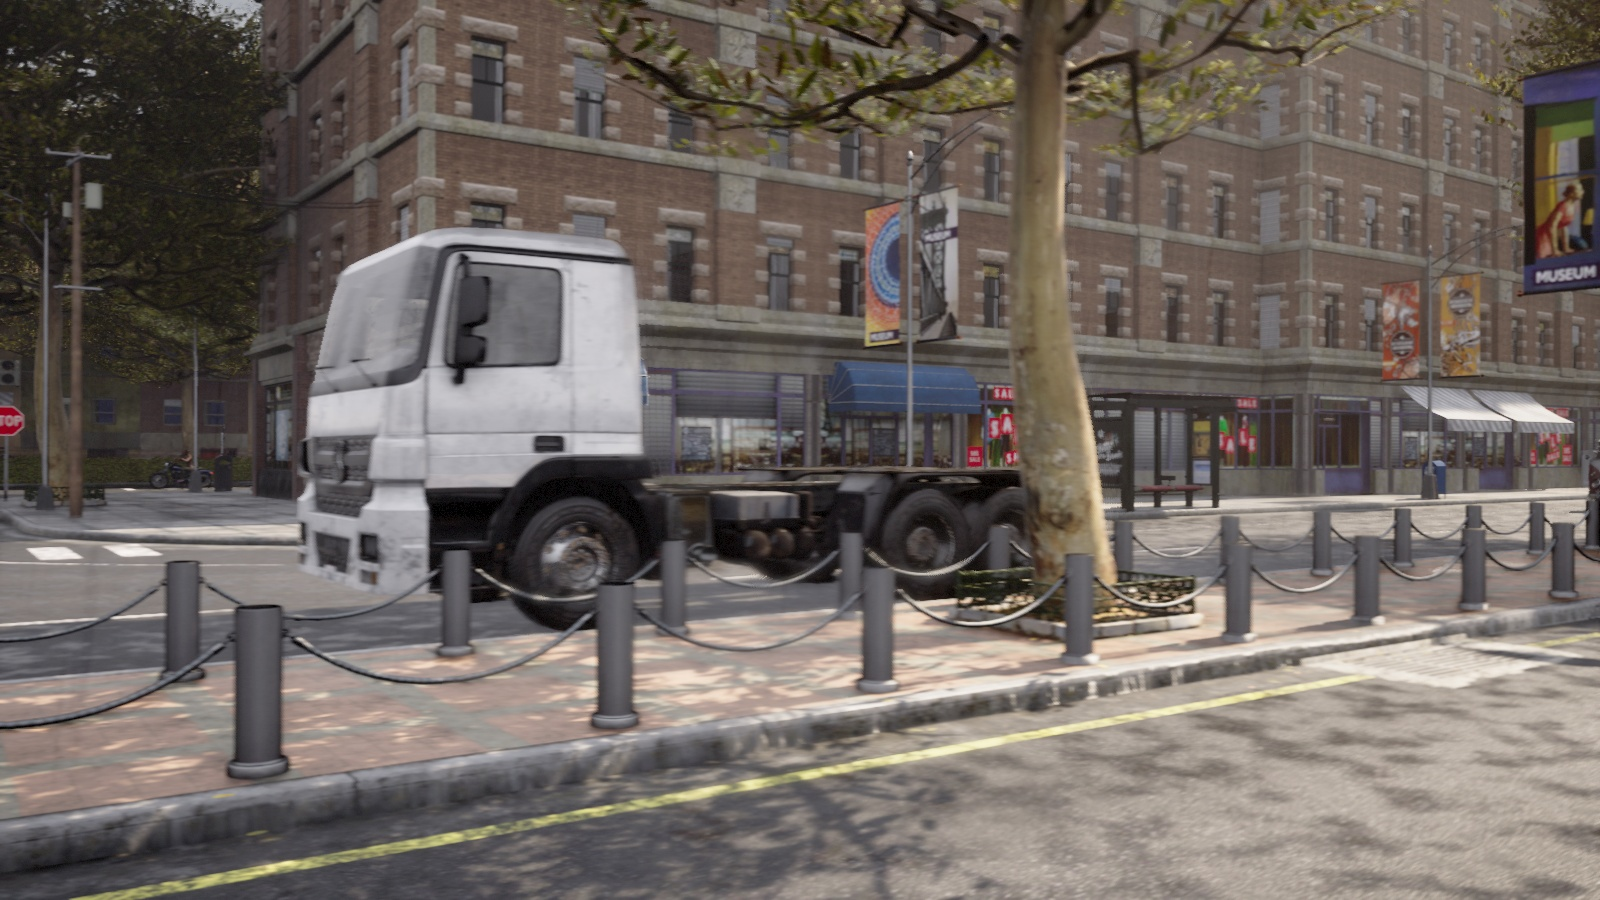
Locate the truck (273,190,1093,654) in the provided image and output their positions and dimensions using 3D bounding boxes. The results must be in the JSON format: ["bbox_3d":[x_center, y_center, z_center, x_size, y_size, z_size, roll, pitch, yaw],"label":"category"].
[{"bbox_3d":[-0.844,-0.204,12.822,7.936,3.462,2.891,0,0,-35],"label":"truck"}]

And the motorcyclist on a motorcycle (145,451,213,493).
[{"bbox_3d":[-25.102,0.873,50.757,2.350,1.649,0.766,0,0,-36],"label":"motorcyclist on a motorcycle"}]

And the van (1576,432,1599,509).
[{"bbox_3d":[22.674,0.532,33.453,4.442,1.987,1.775,0,0,-35],"label":"van"}]
